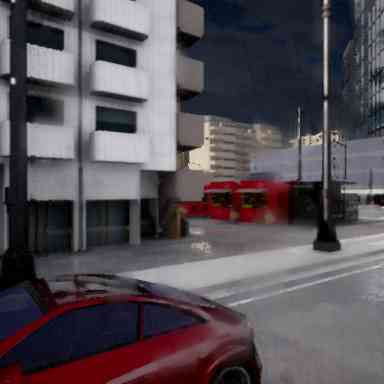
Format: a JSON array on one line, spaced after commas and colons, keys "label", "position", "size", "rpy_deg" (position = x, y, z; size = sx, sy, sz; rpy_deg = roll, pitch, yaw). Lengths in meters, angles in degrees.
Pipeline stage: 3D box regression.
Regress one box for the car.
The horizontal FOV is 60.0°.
[{"label": "car", "position": [-1.321, 1.563, 3.046], "size": [4.181, 1.385, 1.994], "rpy_deg": [0, 0, -36]}]
